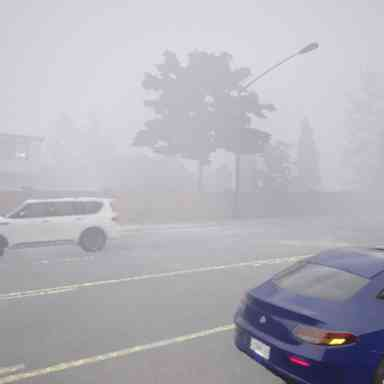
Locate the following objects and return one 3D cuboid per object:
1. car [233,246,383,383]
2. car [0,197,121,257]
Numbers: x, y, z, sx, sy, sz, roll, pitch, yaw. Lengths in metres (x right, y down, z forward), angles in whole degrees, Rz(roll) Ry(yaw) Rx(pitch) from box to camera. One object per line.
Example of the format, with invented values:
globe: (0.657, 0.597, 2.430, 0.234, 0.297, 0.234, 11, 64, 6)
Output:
car: (2.750, 1.535, 4.729, 4.674, 1.442, 1.812, 0, 0, -29)
car: (-5.466, 1.232, 12.406, 5.566, 2.045, 2.150, 0, 0, -29)
